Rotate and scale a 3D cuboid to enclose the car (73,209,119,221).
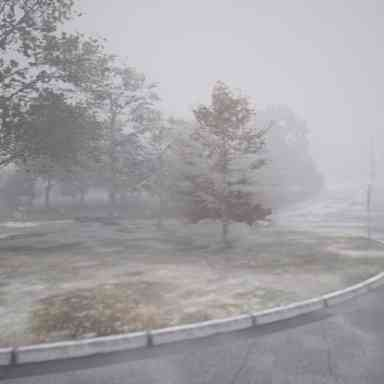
[{"bbox_3d":[-11.572,2.758,40.342,5.357,1.411,2.033,0,-2,-14],"label":"car"}]
